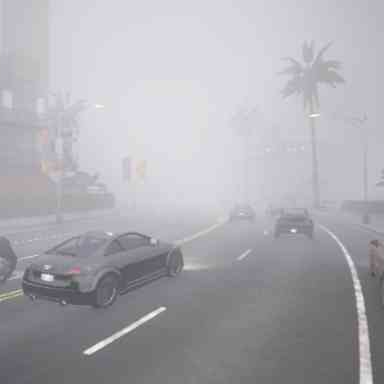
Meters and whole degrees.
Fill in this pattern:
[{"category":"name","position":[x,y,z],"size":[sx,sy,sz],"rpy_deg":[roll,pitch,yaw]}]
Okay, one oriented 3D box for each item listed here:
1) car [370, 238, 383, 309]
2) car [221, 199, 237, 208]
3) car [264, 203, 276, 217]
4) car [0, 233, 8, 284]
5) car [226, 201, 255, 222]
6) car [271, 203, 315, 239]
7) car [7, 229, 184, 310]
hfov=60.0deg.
[{"category":"car","position":[5.005,1.539,7.179],"size":[1.812,1.442,4.674],"rpy_deg":[0,0,24]},{"category":"car","position":[5.970,1.776,50.618],"size":[1.994,1.385,4.181],"rpy_deg":[0,0,-18]},{"category":"car","position":[8.291,1.721,32.642],"size":[1.895,1.301,4.718],"rpy_deg":[0,0,5]},{"category":"car","position":[-6.424,1.411,7.301],"size":[2.097,1.767,4.553],"rpy_deg":[0,0,27]},{"category":"car","position":[4.136,1.676,27.374],"size":[1.994,1.385,4.181],"rpy_deg":[0,0,11]},{"category":"car","position":[5.496,1.567,17.990],"size":[1.837,1.490,4.892],"rpy_deg":[0,0,17]},{"category":"car","position":[-1.867,1.610,8.154],"size":[1.994,1.385,4.181],"rpy_deg":[0,0,26]}]
